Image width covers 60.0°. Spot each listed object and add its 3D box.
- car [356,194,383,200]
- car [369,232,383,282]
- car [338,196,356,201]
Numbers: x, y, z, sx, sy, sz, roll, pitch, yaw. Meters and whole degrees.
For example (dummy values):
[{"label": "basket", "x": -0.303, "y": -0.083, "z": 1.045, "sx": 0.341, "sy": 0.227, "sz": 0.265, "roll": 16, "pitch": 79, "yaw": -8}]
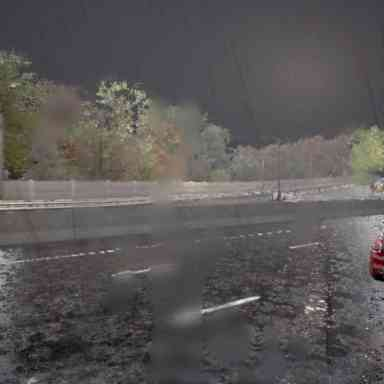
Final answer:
[{"label": "car", "x": 26.847, "y": 1.137, "z": 49.037, "sx": 4.553, "sy": 1.767, "sz": 2.097, "roll": 0, "pitch": 0, "yaw": -35}, {"label": "car", "x": 6.519, "y": 1.309, "z": 8.436, "sx": 4.553, "sy": 1.767, "sz": 2.097, "roll": 0, "pitch": 0, "yaw": -36}, {"label": "car", "x": 24.603, "y": 1.309, "z": 51.724, "sx": 4.674, "sy": 1.442, "sz": 1.812, "roll": 0, "pitch": 0, "yaw": -35}]
